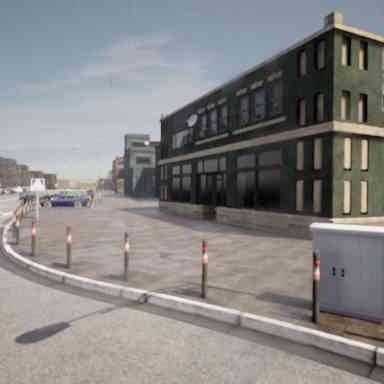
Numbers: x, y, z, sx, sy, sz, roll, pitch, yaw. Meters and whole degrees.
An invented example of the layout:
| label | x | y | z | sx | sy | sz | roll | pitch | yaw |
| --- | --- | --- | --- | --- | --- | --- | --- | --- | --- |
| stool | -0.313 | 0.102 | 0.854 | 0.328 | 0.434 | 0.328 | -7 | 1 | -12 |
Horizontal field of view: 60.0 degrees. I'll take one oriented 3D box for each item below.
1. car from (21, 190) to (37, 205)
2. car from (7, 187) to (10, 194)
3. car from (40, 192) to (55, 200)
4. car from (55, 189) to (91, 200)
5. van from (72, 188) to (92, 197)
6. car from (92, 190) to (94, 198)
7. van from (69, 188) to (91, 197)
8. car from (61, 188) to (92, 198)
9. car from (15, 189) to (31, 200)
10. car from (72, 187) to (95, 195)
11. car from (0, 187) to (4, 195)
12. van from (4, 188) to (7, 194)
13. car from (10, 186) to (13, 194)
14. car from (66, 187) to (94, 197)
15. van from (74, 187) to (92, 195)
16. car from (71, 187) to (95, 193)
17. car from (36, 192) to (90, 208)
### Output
| label | x | y | z | sx | sy | sz | roll | pitch | yaw |
| --- | --- | --- | --- | --- | --- | --- | --- | --- | --- |
| car | -20.870 | 0.843 | 44.084 | 1.837 | 1.490 | 4.892 | 0 | -1 | -16 |
| car | -47.382 | -0.061 | 80.019 | 4.674 | 1.452 | 2.002 | 0 | 1 | -16 |
| car | -24.652 | 0.671 | 56.868 | 1.895 | 1.301 | 4.718 | 0 | 1 | -16 |
| car | -15.274 | 0.810 | 41.345 | 4.553 | 1.767 | 2.185 | 0 | 1 | -16 |
| van | -25.135 | -0.002 | 76.099 | 4.442 | 1.987 | 1.878 | 0 | 1 | -16 |
| car | -18.406 | 0.718 | 52.148 | 5.008 | 1.535 | 2.097 | 0 | 1 | -16 |
| van | -24.595 | 0.047 | 73.365 | 4.442 | 1.987 | 1.878 | 0 | 1 | -16 |
| car | -17.571 | 0.653 | 49.365 | 4.553 | 1.767 | 2.185 | 0 | 1 | -16 |
| car | -27.293 | 0.611 | 55.193 | 2.033 | 1.411 | 5.357 | 0 | 1 | -16 |
| car | -28.334 | -0.223 | 86.746 | 5.566 | 2.045 | 2.435 | 0 | 1 | -16 |
| car | -45.856 | -0.008 | 74.721 | 4.892 | 1.521 | 2.231 | 0 | 1 | -16 |
| van | -46.541 | -0.282 | 77.517 | 4.442 | 1.987 | 1.878 | 0 | 1 | -16 |
| car | -48.323 | -0.150 | 82.618 | 5.366 | 1.575 | 1.946 | 0 | 1 | -16 |
| car | -23.690 | 0.076 | 70.732 | 5.566 | 2.045 | 2.435 | 0 | 1 | -16 |
| van | -29.184 | -0.243 | 89.391 | 4.442 | 1.987 | 1.878 | 0 | 1 | -16 |
| car | -21.485 | 0.237 | 62.823 | 5.566 | 2.045 | 2.435 | 0 | 1 | -16 |
| car | -13.838 | 1.046 | 36.105 | 4.792 | 1.488 | 2.163 | 0 | 1 | -16 |
